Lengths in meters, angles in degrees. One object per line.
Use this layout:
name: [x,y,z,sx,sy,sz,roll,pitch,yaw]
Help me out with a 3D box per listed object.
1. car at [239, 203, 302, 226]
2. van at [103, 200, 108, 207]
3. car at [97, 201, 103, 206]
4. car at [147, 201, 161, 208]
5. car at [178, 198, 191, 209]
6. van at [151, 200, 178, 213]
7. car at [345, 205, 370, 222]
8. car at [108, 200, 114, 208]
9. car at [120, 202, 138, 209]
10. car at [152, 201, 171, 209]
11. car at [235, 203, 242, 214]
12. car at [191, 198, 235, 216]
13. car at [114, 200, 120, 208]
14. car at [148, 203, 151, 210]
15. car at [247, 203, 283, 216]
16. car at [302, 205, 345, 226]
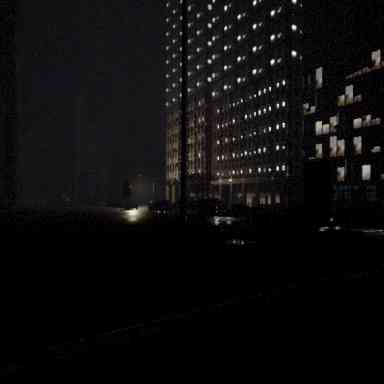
car: [5.979,1.813,25.904,2.008,1.369,4.403,-1,-1,-26]
van: [-18.615,2.634,76.488,1.690,1.788,3.998,-1,-1,-26]
car: [-23.529,3.053,86.602,1.887,1.381,4.507,-1,-1,-26]
car: [-8.615,2.808,75.092,1.802,1.307,4.206,-1,-1,-26]
car: [-1.330,2.024,54.099,2.150,2.045,5.566,0,-1,-26]
van: [-3.861,2.005,46.141,1.690,1.788,3.998,-1,-1,-26]
car: [13.516,1.854,29.568,2.008,1.369,4.403,-1,-1,-26]
car: [-16.153,2.731,71.429,1.887,1.381,4.507,-1,-1,-26]
car: [-11.235,2.525,61.312,2.008,1.369,4.403,-1,-1,-26]
car: [-5.875,2.469,63.329,1.882,1.535,5.008,0,-1,-26]
car: [6.139,2.168,44.743,1.947,1.339,4.313,-1,-1,-26]
car: [2.382,1.730,39.262,2.150,2.045,5.566,0,0,-26]
car: [-13.620,2.602,66.218,1.752,1.417,4.829,-1,-1,-26]
car: [-6.021,2.449,56.766,1.994,1.385,4.181,0,-1,-26]
car: [8.598,2.068,39.685,1.947,1.339,4.313,-1,-1,-26]
car: [8.879,1.744,25.892,2.128,1.511,4.902,0,-1,-26]
